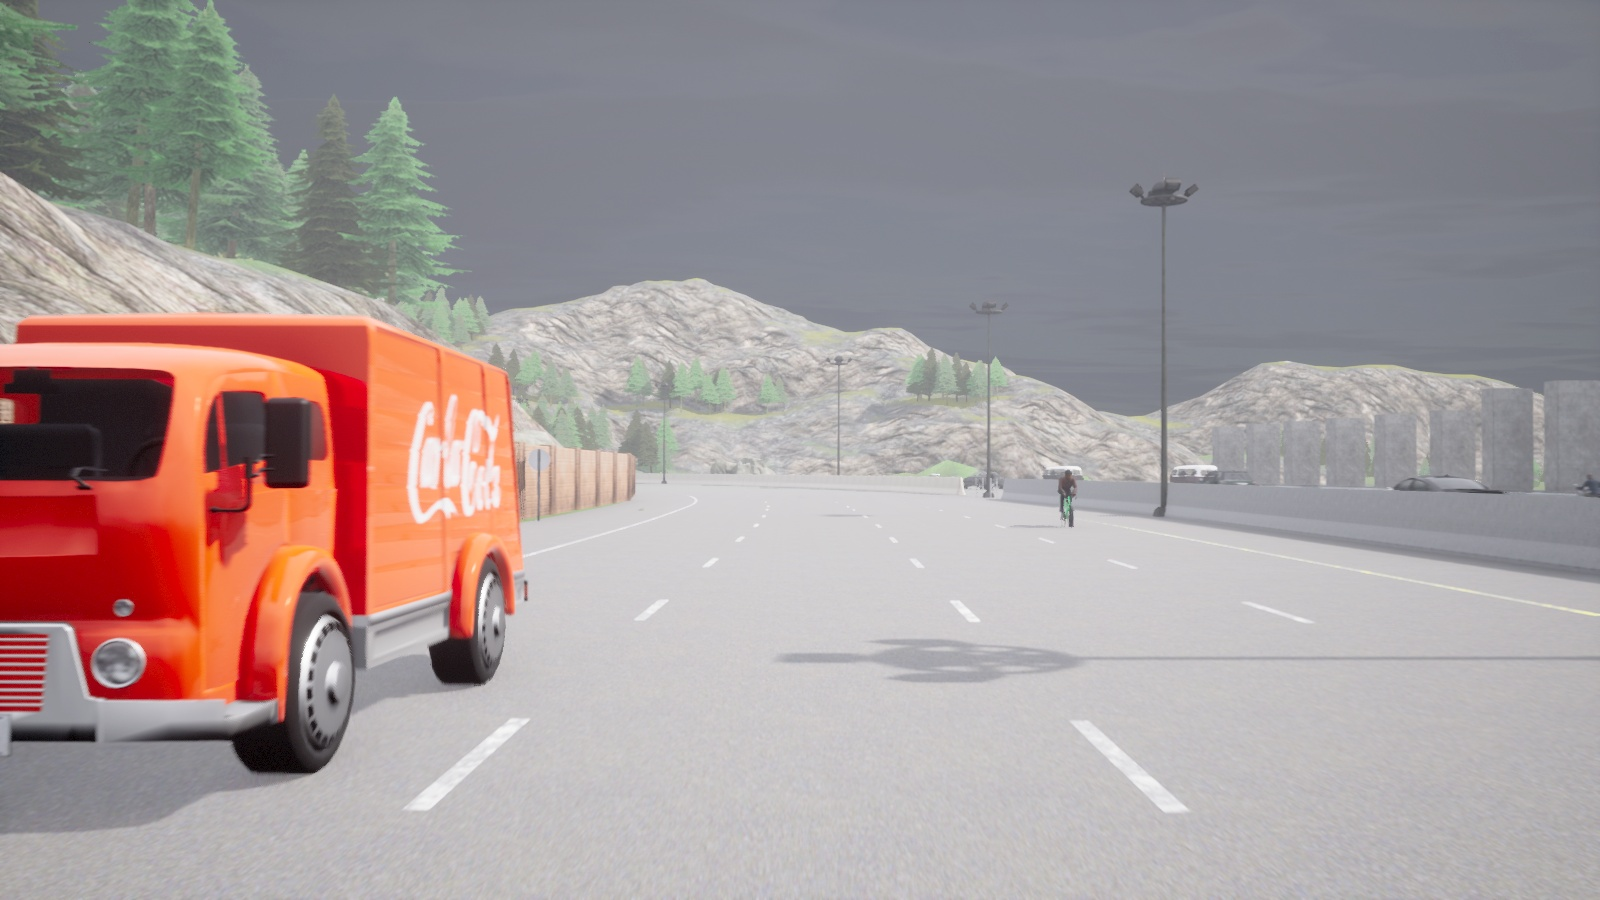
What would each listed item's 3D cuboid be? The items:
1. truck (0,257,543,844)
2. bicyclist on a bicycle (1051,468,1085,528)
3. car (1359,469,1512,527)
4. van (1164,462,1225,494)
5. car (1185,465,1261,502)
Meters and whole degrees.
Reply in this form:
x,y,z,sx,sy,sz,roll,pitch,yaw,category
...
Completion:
x,y,z,sx,sy,sz,roll,pitch,yaw,category
-3.491,0.478,7.906,2.627,2.467,5.204,0,-1,1,truck
7.492,1.326,35.162,0.582,1.620,1.656,0,-1,1,bicyclist on a bicycle
18.008,1.321,35.891,1.882,1.535,5.008,0,-1,1,car
25.991,1.824,82.917,2.069,2.038,4.480,0,-1,-9,van
21.100,1.641,62.839,2.097,1.767,4.553,0,-1,-3,car
